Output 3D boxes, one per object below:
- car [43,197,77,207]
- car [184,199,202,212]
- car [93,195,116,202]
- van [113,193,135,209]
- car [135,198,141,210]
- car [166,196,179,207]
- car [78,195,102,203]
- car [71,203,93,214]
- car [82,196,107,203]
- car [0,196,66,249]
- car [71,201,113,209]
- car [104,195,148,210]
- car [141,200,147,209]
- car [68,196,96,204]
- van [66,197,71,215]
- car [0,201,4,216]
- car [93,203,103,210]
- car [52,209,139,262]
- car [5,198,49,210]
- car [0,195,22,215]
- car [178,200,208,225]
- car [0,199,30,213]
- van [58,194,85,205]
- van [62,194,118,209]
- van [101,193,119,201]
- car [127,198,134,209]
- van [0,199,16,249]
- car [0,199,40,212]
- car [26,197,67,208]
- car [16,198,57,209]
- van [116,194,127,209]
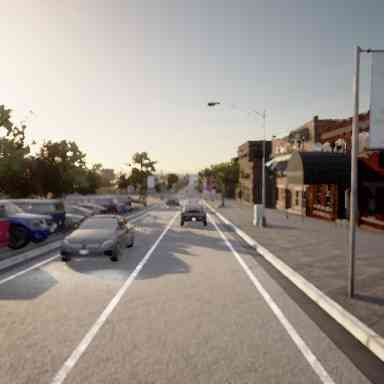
[{"bbox_3d":[-22.000,1.658,55.677,4.792,1.488,2.163,0,0,0],"label":"car"},{"bbox_3d":[0.138,1.695,41.718,2.033,1.411,5.357,0,0,0],"label":"car"},{"bbox_3d":[-21.856,1.613,83.430,5.366,1.575,1.946,0,0,0],"label":"car"},{"bbox_3d":[-9.058,1.416,37.040,4.442,1.987,1.878,0,0,0],"label":"van"},{"bbox_3d":[-8.945,1.680,39.844,4.674,1.452,2.002,0,0,0],"label":"car"},{"bbox_3d":[-3.256,1.495,56.022,2.097,1.767,4.553,0,0,0],"label":"car"},{"bbox_3d":[-22.068,1.493,72.330,4.553,1.767,2.185,0,0,0],"label":"car"},{"bbox_3d":[-8.939,1.618,20.214,4.892,1.521,2.231,0,0,0],"label":"car"},{"bbox_3d":[-22.044,1.618,75.106,5.008,1.535,2.097,0,0,0],"label":"car"},{"bbox_3d":[-8.902,1.332,14.607,5.566,2.045,2.435,0,0,0],"label":"car"},{"bbox_3d":[-8.965,1.669,25.825,4.792,1.488,2.163,0,0,0],"label":"car"},{"bbox_3d":[-8.916,1.384,45.450,5.566,2.045,2.435,0,0,0],"label":"car"},{"bbox_3d":[-8.758,1.634,42.647,5.366,1.575,1.946,0,0,0],"label":"car"},{"bbox_3d":[-22.029,1.621,66.779,5.008,1.535,2.097,0,0,0],"label":"car"},{"bbox_3d":[-9.048,1.377,17.408,4.442,1.987,1.878,0,0,0],"label":"van"},{"bbox_3d":[-22.013,1.647,33.473,4.892,1.521,2.231,0,0,0],"label":"car"},{"bbox_3d":[-8.932,1.670,23.017,4.674,1.452,2.002,0,0,0],"label":"car"},{"bbox_3d":[-3.325,1.598,12.545,1.812,1.442,4.674,0,0,0],"label":"car"},{"bbox_3d":[-22.030,1.638,44.575,4.892,1.521,2.231,0,0,0],"label":"car"},{"bbox_3d":[-21.991,1.392,36.247,5.566,2.045,2.435,0,0,0],"label":"car"},{"bbox_3d":[0.123,1.623,24.971,1.837,1.490,4.892,0,0,0],"label":"car"},{"bbox_3d":[-22.026,1.641,39.023,5.008,1.535,2.097,0,0,0],"label":"car"},{"bbox_3d":[-22.148,1.399,61.227,4.442,1.987,1.878,0,0,0],"label":"van"},{"bbox_3d":[-9.053,1.416,28.628,4.442,1.987,1.878,0,0,0],"label":"van"},{"bbox_3d":[-21.927,1.391,88.981,4.442,1.987,1.878,0,0,0],"label":"van"},{"bbox_3d":[-8.934,1.644,34.237,5.008,1.535,2.097,0,0,0],"label":"car"},{"bbox_3d":[-9.046,1.338,11.803,4.442,1.987,1.878,0,0,0],"label":"van"},{"bbox_3d":[-22.028,1.639,41.799,5.008,1.535,2.097,0,0,0],"label":"car"},{"bbox_3d":[-21.841,1.630,50.125,5.366,1.575,1.946,0,0,0],"label":"car"},{"bbox_3d":[-22.054,1.665,47.350,4.792,1.488,2.163,0,0,0],"label":"car"},{"bbox_3d":[-8.822,1.419,31.430,4.442,1.987,1.878,0,0,0],"label":"van"}]
